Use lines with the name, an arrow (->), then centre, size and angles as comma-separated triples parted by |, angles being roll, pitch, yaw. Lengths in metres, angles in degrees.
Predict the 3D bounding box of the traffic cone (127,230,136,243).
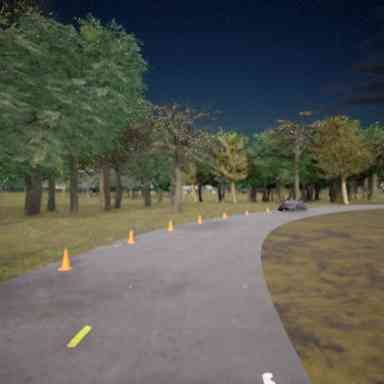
traffic cone -> -2.734, 1.992, 14.978 | 0.340, 0.580, 0.340 | 0, 0, 14

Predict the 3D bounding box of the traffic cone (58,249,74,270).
traffic cone -> -3.732, 1.978, 9.857 | 0.340, 0.580, 0.340 | 0, 0, 8

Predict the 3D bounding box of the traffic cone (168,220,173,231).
traffic cone -> -1.288, 2.007, 19.990 | 0.340, 0.580, 0.340 | 0, 0, 19

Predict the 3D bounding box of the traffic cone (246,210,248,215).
traffic cone -> 5.608, 2.046, 33.993 | 0.340, 0.580, 0.340 | 0, 0, 34

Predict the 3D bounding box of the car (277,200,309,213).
car -> 11.905, 1.615, 38.859 | 2.033, 1.411, 5.357 | 0, 0, 41

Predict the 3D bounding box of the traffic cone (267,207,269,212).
traffic cone -> 8.699, 2.033, 38.194 | 0.340, 0.580, 0.340 | 0, 0, 39

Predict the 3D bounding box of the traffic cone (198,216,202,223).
traffic cone -> 0.595, 2.022, 24.856 | 0.340, 0.580, 0.340 | 0, 0, 24
